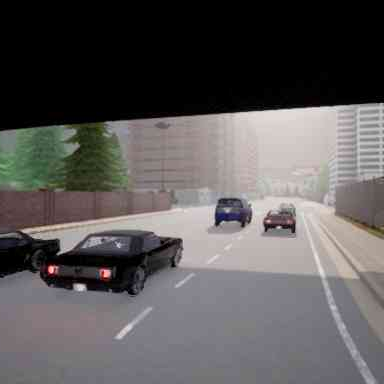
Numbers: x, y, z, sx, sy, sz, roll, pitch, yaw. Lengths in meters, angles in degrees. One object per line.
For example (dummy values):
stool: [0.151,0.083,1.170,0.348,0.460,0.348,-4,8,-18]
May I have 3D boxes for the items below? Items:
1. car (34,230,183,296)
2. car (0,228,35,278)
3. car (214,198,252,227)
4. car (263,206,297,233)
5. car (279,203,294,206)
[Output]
car: [-1.701,1.677,8.938,1.895,1.301,4.718,0,-1,15]
car: [-5.600,1.666,8.543,1.895,1.301,4.718,0,-1,14]
car: [3.202,1.447,25.128,2.150,2.045,5.566,0,-1,17]
car: [5.752,1.802,21.565,1.895,1.301,4.718,0,-1,17]
car: [9.964,1.874,35.063,2.033,1.411,5.357,0,-1,17]
